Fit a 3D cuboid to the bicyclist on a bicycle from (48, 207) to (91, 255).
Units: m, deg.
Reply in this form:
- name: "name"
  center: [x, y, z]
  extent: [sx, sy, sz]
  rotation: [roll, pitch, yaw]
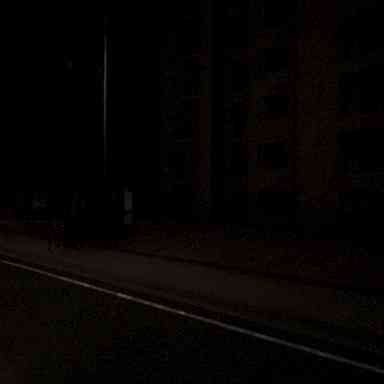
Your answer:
- name: "bicyclist on a bicycle"
  center: [-4.238, 1.350, 11.654]
  extent: [0.582, 1.620, 1.656]
  rotation: [0, -1, 38]
